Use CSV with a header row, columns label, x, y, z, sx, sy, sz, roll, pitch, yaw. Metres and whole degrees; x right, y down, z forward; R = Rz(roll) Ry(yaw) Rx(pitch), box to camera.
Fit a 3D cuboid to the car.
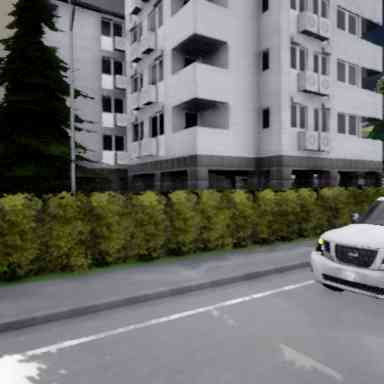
label,x,y,z,sx,sy,sz,roll,pitch,yaw
car,5.048,1.040,7.205,5.566,2.045,2.150,-1,1,-32
